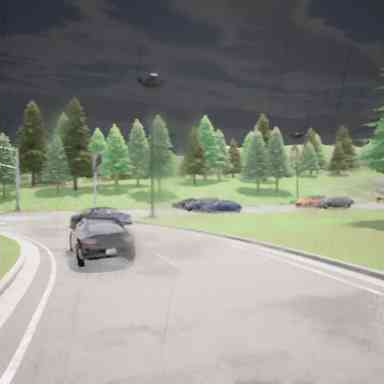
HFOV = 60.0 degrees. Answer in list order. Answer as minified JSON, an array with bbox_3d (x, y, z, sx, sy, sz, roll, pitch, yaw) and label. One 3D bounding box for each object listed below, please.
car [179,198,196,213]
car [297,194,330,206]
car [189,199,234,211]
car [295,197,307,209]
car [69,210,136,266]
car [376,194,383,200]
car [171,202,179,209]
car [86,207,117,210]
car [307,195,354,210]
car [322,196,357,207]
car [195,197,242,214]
[{"bbox_3d":[1.313,1.424,38.849,4.553,1.767,2.097,-1,0,-19],"label":"car"},{"bbox_3d":[19.142,1.237,52.271,4.553,1.767,2.097,-1,0,-18],"label":"car"},{"bbox_3d":[2.531,1.614,42.960,5.357,1.411,2.033,-1,0,-19],"label":"car"},{"bbox_3d":[15.858,1.259,43.802,4.553,1.767,2.097,-1,0,-19],"label":"car"},{"bbox_3d":[-3.295,1.593,11.913,1.812,1.442,4.674,0,0,-24],"label":"car"},{"bbox_3d":[34.079,0.847,57.318,5.008,1.535,1.882,-1,0,-19],"label":"car"},{"bbox_3d":[-0.418,1.613,45.650,4.892,1.490,1.837,-1,0,-19],"label":"car"},{"bbox_3d":[-5.947,1.667,21.436,2.033,1.411,5.357,-1,0,-44],"label":"car"},{"bbox_3d":[17.060,1.376,40.516,4.902,1.511,2.128,-1,0,-19],"label":"car"},{"bbox_3d":[21.935,1.371,49.535,4.674,1.442,1.812,0,0,-18],"label":"car"},{"bbox_3d":[3.137,1.569,35.772,4.674,1.442,1.812,-1,0,-19],"label":"car"}]
